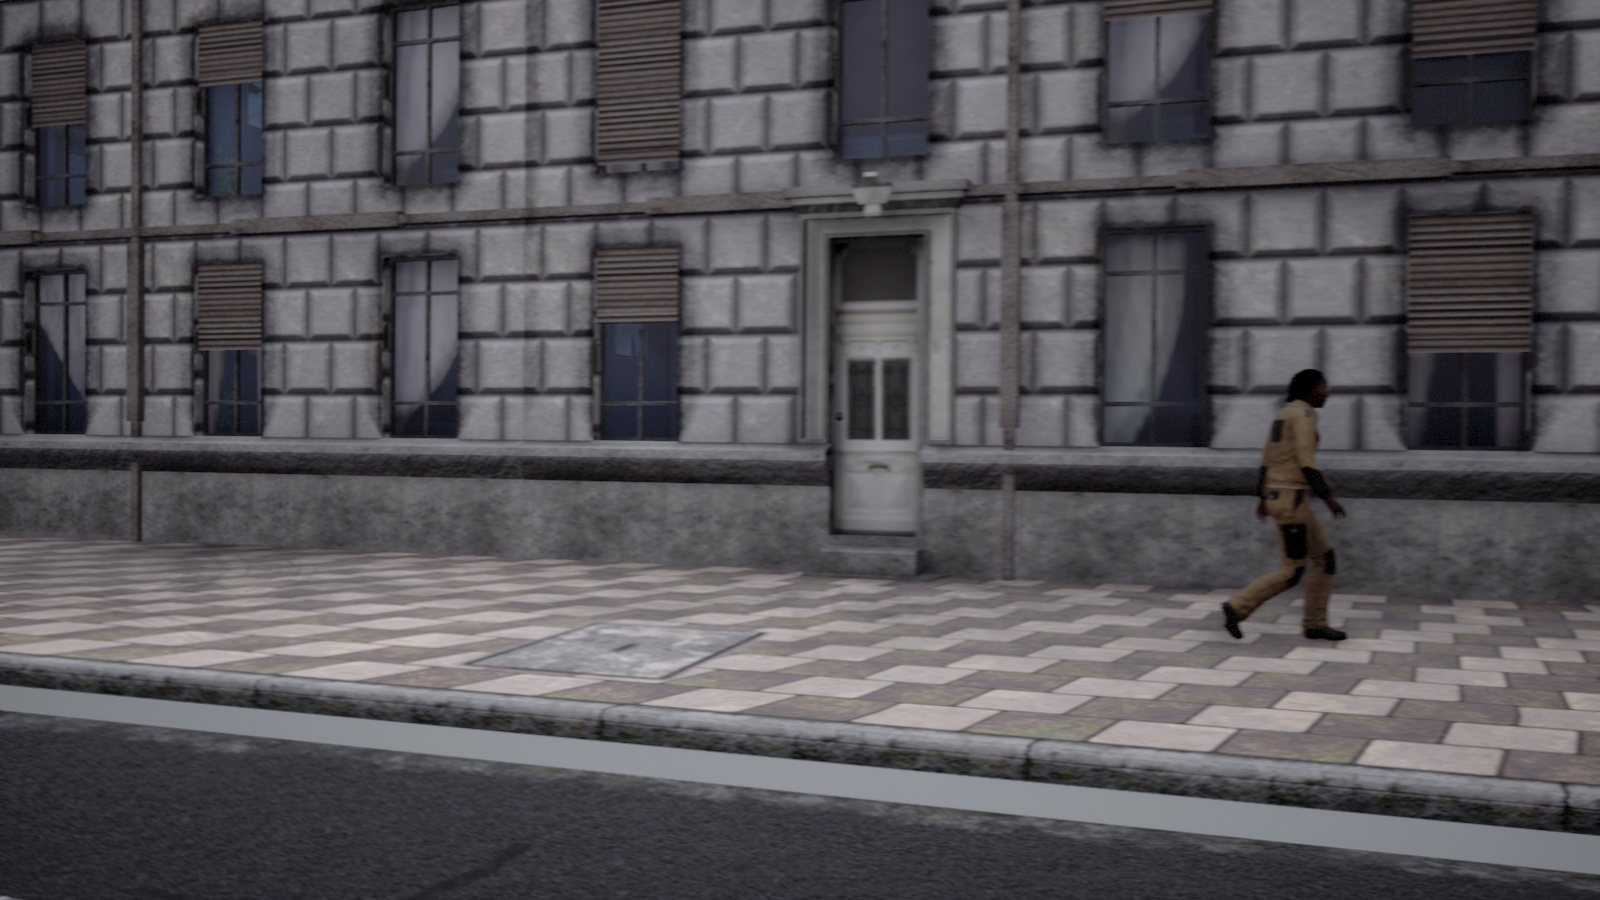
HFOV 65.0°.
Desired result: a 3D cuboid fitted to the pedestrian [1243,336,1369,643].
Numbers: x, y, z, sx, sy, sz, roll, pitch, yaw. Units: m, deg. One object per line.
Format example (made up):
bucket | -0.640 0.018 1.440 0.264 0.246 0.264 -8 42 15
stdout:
pedestrian | 3.270 0.247 8.146 0.692 1.930 0.396 0 1 12
